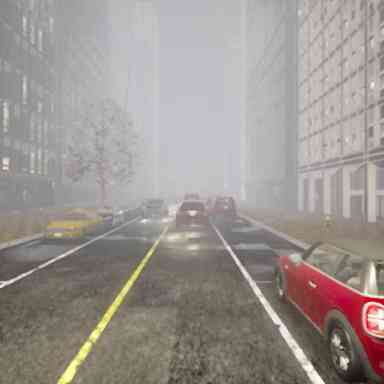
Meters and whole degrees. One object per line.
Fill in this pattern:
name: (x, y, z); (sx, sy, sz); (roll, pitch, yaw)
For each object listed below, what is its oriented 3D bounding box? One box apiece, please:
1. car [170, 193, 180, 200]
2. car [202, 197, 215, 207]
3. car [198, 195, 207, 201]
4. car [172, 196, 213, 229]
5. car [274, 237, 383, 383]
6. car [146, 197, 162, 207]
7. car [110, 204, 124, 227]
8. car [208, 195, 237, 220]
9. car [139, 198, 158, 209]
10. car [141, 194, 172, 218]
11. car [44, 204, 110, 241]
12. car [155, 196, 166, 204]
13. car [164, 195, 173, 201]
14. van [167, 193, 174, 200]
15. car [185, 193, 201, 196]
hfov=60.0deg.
car: (-3.202, 1.396, 70.846); (1.882, 1.535, 5.008); (0, 0, 0)
car: (2.547, 1.480, 51.157); (1.752, 1.417, 4.829); (0, 0, 0)
car: (2.466, 1.475, 79.448); (1.947, 1.339, 4.313); (0, 0, 0)
car: (0.036, 1.337, 21.886); (2.097, 1.767, 4.553); (0, 0, 0)
car: (2.677, 1.438, 5.450); (1.967, 1.590, 4.097); (0, 0, 0)
car: (-5.834, 1.519, 50.976); (1.947, 1.339, 4.313); (0, 0, 0)
car: (-5.753, 1.535, 22.515); (2.008, 1.369, 4.403); (0, 0, 0)
car: (2.613, 1.296, 28.219); (2.192, 1.841, 5.009); (0, 0, 0)
car: (-5.817, 1.512, 45.284); (2.008, 1.369, 4.403); (0, 0, 0)
car: (-3.182, 1.330, 29.665); (2.097, 1.767, 4.553); (0, 0, 0)
car: (-5.736, 1.515, 16.651); (1.752, 1.417, 4.829); (0, 0, 0)
car: (-5.865, 1.518, 62.359); (1.802, 1.307, 4.206); (0, 0, 0)
car: (-5.931, 1.443, 85.129); (1.887, 1.381, 4.507); (0, 0, 0)
van: (-5.946, 1.228, 90.821); (1.690, 1.788, 3.998); (0, 0, 0)
car: (-0.016, 1.189, 40.056); (2.150, 2.045, 5.566); (0, 0, 0)
